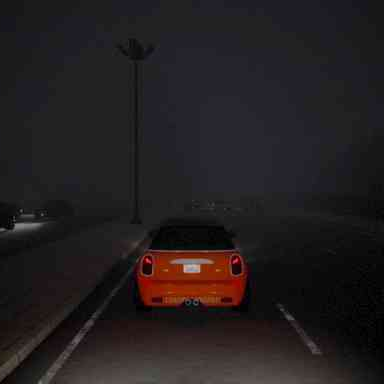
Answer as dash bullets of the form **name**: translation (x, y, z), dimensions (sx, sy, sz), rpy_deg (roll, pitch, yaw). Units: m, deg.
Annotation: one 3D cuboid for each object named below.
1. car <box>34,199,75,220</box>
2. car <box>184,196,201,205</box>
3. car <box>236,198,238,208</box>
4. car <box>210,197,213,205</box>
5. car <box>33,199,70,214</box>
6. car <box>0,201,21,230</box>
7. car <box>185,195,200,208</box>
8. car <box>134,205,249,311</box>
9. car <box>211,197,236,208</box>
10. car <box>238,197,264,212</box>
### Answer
- **car**: translation (-11.567, 1.492, 28.222), dimensions (2.128, 1.511, 4.902), rpy_deg (0, 0, 1)
- **car**: translation (0.079, 1.492, 38.825), dimensions (2.128, 1.511, 4.902), rpy_deg (0, 0, 0)
- **car**: translation (7.146, 1.547, 49.200), dimensions (2.033, 1.411, 5.357), rpy_deg (0, 0, 0)
- **car**: translation (3.646, 1.492, 49.220), dimensions (2.128, 1.511, 4.902), rpy_deg (0, 0, 0)
- **car**: translation (-15.004, 1.505, 35.727), dimensions (1.837, 1.490, 4.892), rpy_deg (0, 0, 1)
- **car**: translation (-11.584, 1.352, 17.899), dimensions (2.097, 1.767, 4.553), rpy_deg (0, 0, 0)
- **car**: translation (0.146, 1.352, 49.211), dimensions (2.097, 1.767, 4.553), rpy_deg (0, 0, 0)
- **car**: translation (-0.001, 1.352, 7.919), dimensions (2.097, 1.767, 4.553), rpy_deg (0, 0, 0)
- **car**: translation (3.579, 1.601, 38.915), dimensions (1.895, 1.301, 4.718), rpy_deg (0, 0, 0)
- **car**: translation (7.081, 1.352, 39.249), dimensions (2.097, 1.767, 4.553), rpy_deg (0, 0, 0)
